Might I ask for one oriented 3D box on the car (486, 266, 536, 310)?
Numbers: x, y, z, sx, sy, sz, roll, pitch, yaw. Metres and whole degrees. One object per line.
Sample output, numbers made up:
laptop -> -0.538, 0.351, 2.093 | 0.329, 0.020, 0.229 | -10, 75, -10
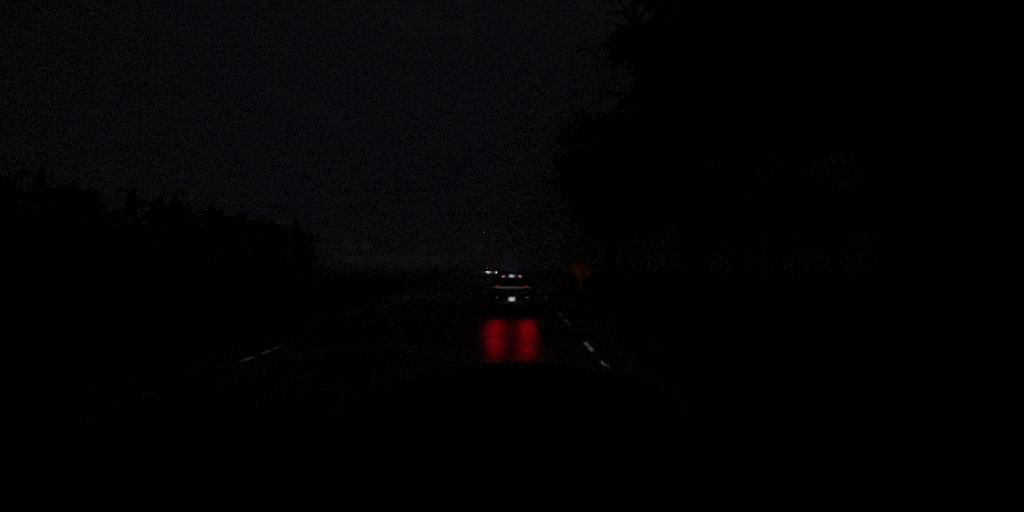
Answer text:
car -> 0.011, 1.374, 15.373 | 2.128, 1.511, 4.902 | 0, 0, 0

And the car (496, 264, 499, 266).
car -> -0.016, 1.585, 29.363 | 2.033, 1.411, 5.357 | 0, -1, 0

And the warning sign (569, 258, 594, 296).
warning sign -> 3.534, 1.030, 18.550 | 1.300, 1.860, 1.060 | 0, 0, 0
